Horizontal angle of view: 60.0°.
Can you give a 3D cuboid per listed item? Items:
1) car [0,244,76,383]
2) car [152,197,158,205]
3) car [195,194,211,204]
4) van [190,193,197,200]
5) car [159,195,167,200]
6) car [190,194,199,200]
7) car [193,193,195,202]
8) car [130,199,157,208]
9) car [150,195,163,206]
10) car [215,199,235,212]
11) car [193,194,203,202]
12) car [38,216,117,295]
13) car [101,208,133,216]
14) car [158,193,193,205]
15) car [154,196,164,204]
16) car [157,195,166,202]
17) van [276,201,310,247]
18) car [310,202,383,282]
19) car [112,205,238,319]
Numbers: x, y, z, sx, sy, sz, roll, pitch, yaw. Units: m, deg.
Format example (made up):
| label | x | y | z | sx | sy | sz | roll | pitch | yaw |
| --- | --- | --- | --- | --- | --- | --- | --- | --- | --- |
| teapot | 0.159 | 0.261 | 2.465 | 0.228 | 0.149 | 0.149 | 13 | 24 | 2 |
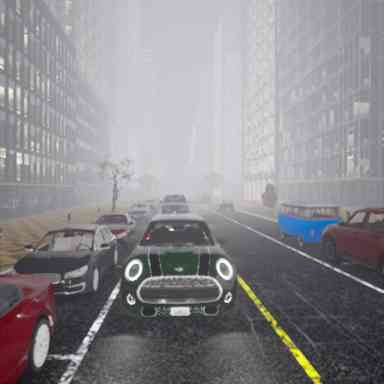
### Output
| label | x | y | z | sx | sy | sz | roll | pitch | yaw |
| --- | --- | --- | --- | --- | --- | --- | --- | --- | --- |
| car | -2.639 | 1.543 | 2.813 | 1.887 | 1.381 | 4.507 | -1 | 0 | -3 |
| car | -4.672 | 1.520 | 36.853 | 2.008 | 1.369 | 4.403 | -1 | 0 | -3 |
| car | 2.335 | 1.261 | 60.047 | 2.192 | 1.841 | 5.009 | -1 | 0 | -3 |
| van | 0.303 | 1.253 | 94.088 | 1.690 | 1.788 | 3.998 | -1 | 0 | -3 |
| car | -7.722 | 1.472 | 87.916 | 2.008 | 1.369 | 4.403 | -1 | 0 | -3 |
| car | 0.642 | 1.358 | 88.415 | 1.967 | 1.590 | 4.097 | -1 | 0 | -3 |
| car | 1.997 | 1.256 | 65.721 | 2.192 | 1.841 | 5.009 | -1 | 0 | -3 |
| car | -3.995 | 1.530 | 25.507 | 2.008 | 1.369 | 4.403 | -1 | 0 | -3 |
| car | -5.690 | 1.394 | 53.874 | 1.967 | 1.590 | 4.097 | -1 | 0 | -3 |
| car | 3.694 | 1.517 | 37.353 | 2.008 | 1.369 | 4.403 | -1 | 0 | -3 |
| car | 1.321 | 1.370 | 77.068 | 1.967 | 1.590 | 4.097 | -1 | 0 | -3 |
| car | -2.979 | 1.544 | 8.486 | 2.008 | 1.369 | 4.403 | -1 | 0 | -3 |
| car | -3.317 | 1.571 | 14.160 | 1.802 | 1.307 | 4.206 | -1 | 0 | -3 |
| car | -1.380 | 1.197 | 26.942 | 2.150 | 2.045 | 5.566 | 0 | 0 | -4 |
| car | -6.356 | 1.469 | 65.052 | 1.752 | 1.417 | 4.829 | -1 | 0 | -3 |
| car | -7.044 | 1.499 | 76.569 | 1.947 | 1.339 | 4.313 | -1 | 0 | -3 |
| van | 5.047 | 1.327 | 14.659 | 1.690 | 1.788 | 3.998 | -1 | 0 | -3 |
| car | 5.385 | 1.305 | 8.985 | 2.192 | 1.841 | 5.009 | -1 | 0 | -3 |
| car | -0.325 | 1.346 | 7.641 | 2.097 | 1.767 | 4.553 | 0 | 0 | -3 |
